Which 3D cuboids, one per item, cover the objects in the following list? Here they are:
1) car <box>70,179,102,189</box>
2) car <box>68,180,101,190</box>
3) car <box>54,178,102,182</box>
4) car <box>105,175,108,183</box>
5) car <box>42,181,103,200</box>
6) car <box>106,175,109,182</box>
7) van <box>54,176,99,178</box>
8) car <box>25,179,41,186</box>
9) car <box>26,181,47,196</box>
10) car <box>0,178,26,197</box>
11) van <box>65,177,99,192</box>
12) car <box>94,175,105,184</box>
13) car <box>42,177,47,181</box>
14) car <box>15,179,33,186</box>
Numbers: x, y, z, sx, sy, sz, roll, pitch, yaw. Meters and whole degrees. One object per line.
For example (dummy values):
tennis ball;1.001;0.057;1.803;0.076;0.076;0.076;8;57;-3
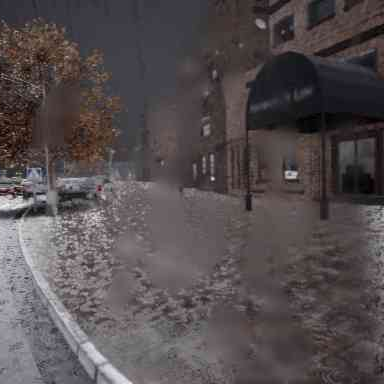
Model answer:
car;-17.749;-1.322;55.823;4.792;1.488;2.163;-2;4;-12
car;-17.110;-1.151;53.172;4.674;1.452;2.002;-2;4;-13
car;-12.146;-0.273;34.835;4.553;1.767;2.185;-2;4;-16
car;-19.934;-2.008;66.633;4.792;1.488;2.163;-2;4;-10
car;-11.416;-0.004;32.189;4.892;1.521;2.231;-2;4;-16
car;-20.842;-2.620;71.995;5.566;2.045;2.435;-2;4;-8
van;-13.053;-0.511;37.434;4.442;1.987;1.878;-2;4;-16
car;-38.588;-2.392;80.730;2.002;1.452;4.674;-2;3;-6
car;-18.732;-0.288;40.896;1.994;1.385;4.181;-2;4;-16
car;-21.547;-0.334;39.216;2.097;1.767;4.553;-2;4;-15
van;-15.706;-1.105;47.888;4.442;1.987;1.878;-2;4;-14
car;-13.679;-0.684;40.105;5.566;2.045;2.435;-2;4;-16
car;-21.720;-1.296;52.363;2.150;2.045;5.566;-2;4;-13
car;-37.919;-2.100;75.236;2.002;1.452;4.674;-2;3;-7
